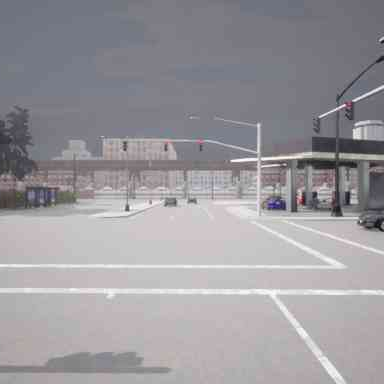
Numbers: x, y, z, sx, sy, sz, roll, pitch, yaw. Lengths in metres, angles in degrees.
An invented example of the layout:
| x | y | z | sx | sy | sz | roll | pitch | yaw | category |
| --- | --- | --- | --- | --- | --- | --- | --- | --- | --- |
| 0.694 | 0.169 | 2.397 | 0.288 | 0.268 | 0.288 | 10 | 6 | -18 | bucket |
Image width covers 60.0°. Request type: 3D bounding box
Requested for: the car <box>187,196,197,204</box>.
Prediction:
| x | y | z | sx | sy | sz | roll | pitch | yaw | category |
| --- | --- | --- | --- | --- | --- | --- | --- | --- | --- |
| 0.022 | 1.547 | 64.370 | 2.033 | 1.411 | 5.357 | 0 | 0 | 0 | car |

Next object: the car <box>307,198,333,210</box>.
| x | y | z | sx | sy | sz | roll | pitch | yaw | category |
| --- | --- | --- | --- | --- | --- | --- | --- | --- | --- |
| 15.469 | 1.456 | 40.452 | 1.970 | 1.475 | 3.806 | 0 | 0 | 0 | car |

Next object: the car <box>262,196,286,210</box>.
| x | y | z | sx | sy | sz | roll | pitch | yaw | category |
| --- | --- | --- | --- | --- | --- | --- | --- | --- | --- |
| 9.724 | 1.295 | 39.691 | 2.242 | 1.667 | 4.611 | 0 | 0 | 0 | car |

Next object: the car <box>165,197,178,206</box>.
| x | y | z | sx | sy | sz | roll | pitch | yaw | category |
| --- | --- | --- | --- | --- | --- | --- | --- | --- | --- |
| -3.381 | 1.491 | 54.172 | 2.128 | 1.511 | 4.902 | 0 | 0 | 0 | car |

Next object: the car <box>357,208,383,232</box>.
| x | y | z | sx | sy | sz | roll | pitch | yaw | category |
| --- | --- | --- | --- | --- | --- | --- | --- | --- | --- |
| 12.297 | 1.505 | 19.528 | 4.892 | 1.490 | 1.837 | 0 | 0 | -1 | car |
